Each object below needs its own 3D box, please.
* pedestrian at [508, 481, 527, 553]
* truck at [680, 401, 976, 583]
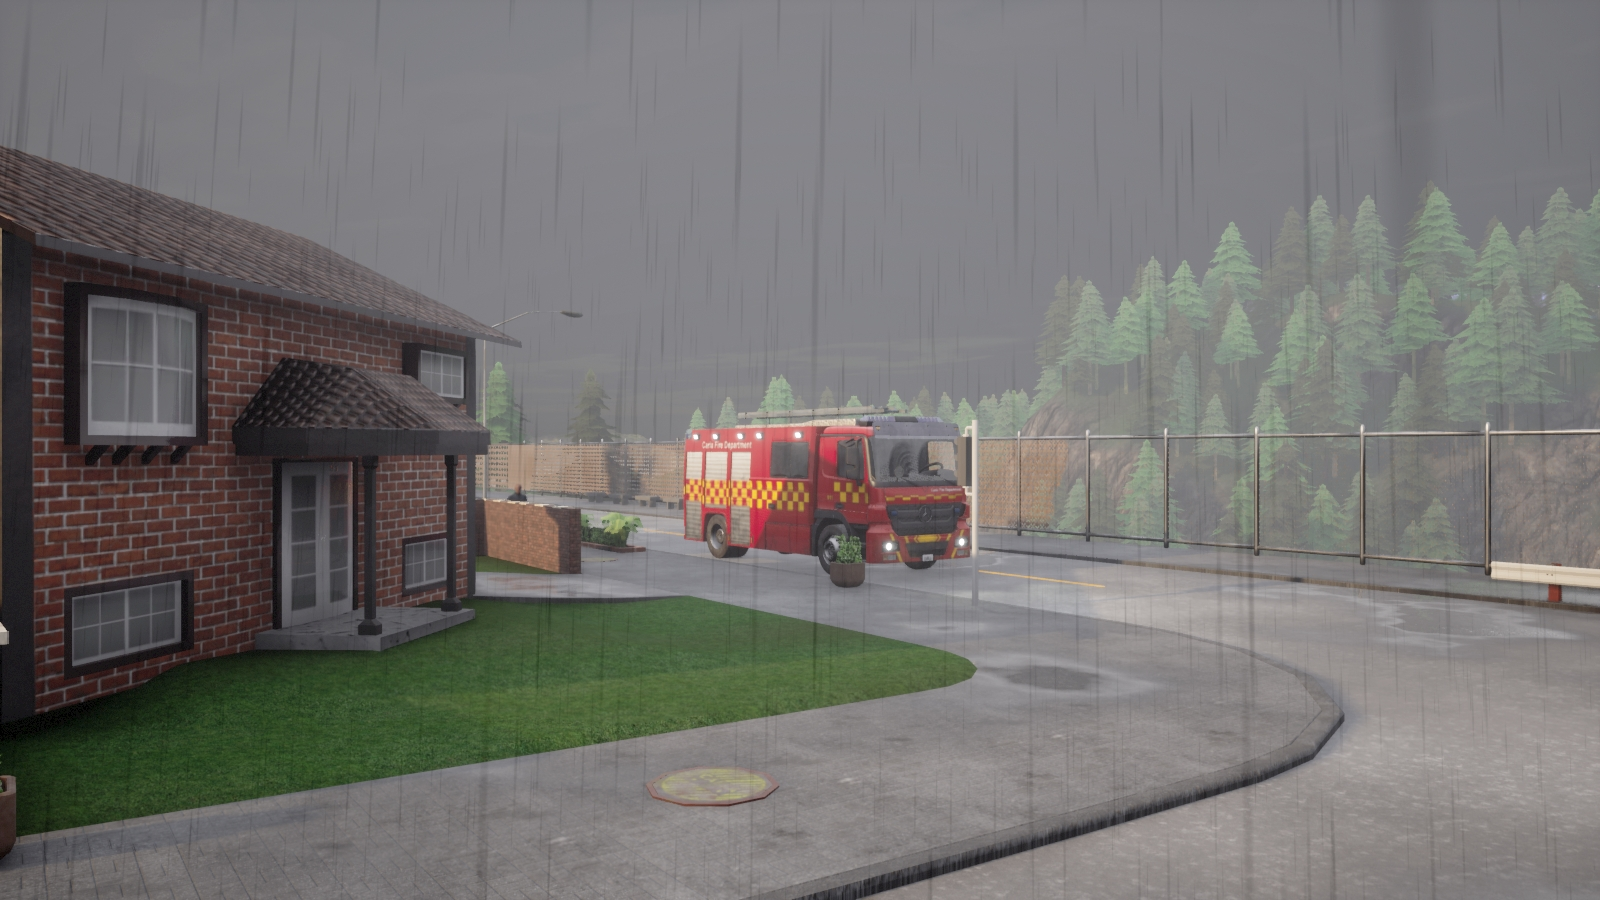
[{"bbox_3d":[-7.386,1.745,29.879,0.375,1.860,0.375,0,0,-37],"label":"pedestrian"},{"bbox_3d":[0.353,0.890,28.322,2.891,3.827,8.468,0,0,-35],"label":"truck"}]
